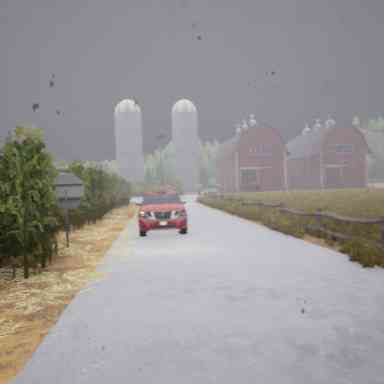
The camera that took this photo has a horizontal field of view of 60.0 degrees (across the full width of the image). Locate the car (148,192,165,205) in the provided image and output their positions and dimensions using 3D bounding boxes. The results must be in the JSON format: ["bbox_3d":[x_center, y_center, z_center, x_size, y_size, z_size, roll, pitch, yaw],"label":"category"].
[{"bbox_3d":[-4.600,0.735,43.083,2.033,1.411,5.357,-2,1,-7],"label":"car"}]

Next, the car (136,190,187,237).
[{"bbox_3d":[-1.544,0.941,16.818,2.150,2.045,5.566,-2,1,-7],"label":"car"}]
